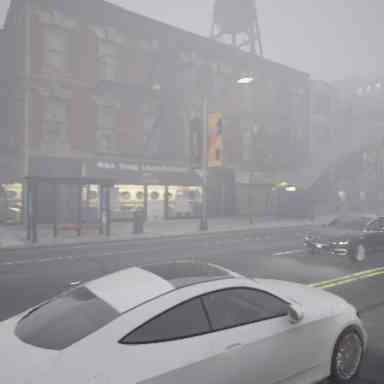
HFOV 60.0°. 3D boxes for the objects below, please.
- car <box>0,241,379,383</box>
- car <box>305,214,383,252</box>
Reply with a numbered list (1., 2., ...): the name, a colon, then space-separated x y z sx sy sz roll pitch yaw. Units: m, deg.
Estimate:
1. car: 0.079 1.544 3.761 4.674 1.442 1.812 1 0 -35
2. car: 6.294 1.622 12.616 4.892 1.490 1.837 1 -1 -35
